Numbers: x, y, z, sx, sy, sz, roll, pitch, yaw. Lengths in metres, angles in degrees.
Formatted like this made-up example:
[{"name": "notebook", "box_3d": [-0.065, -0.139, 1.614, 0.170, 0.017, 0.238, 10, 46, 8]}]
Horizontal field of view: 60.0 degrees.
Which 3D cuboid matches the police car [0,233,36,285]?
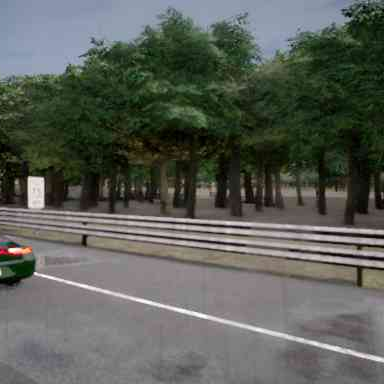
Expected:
[{"name": "police car", "box_3d": [-6.084, 1.485, 8.265, 4.974, 1.542, 2.038, 0, 0, 35]}]
